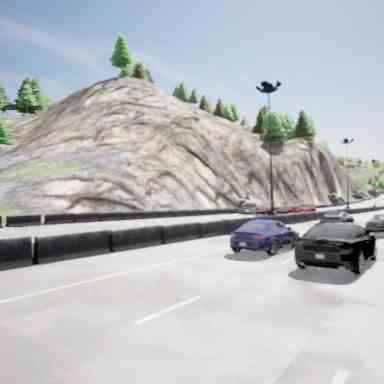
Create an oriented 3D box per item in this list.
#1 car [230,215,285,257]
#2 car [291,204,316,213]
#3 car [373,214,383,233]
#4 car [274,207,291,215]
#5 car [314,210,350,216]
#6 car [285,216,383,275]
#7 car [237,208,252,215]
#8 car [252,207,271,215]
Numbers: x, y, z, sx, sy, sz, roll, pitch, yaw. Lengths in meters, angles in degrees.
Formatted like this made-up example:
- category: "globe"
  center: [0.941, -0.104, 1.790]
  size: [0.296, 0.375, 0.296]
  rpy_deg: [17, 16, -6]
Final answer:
- category: "car"
  center: [3.414, 1.985, 15.221]
  size: [1.812, 1.442, 4.674]
  rpy_deg: [-2, -2, 36]
- category: "car"
  center: [18.660, 2.919, 54.396]
  size: [2.150, 2.045, 5.566]
  rpy_deg: [-2, -2, 36]
- category: "car"
  center: [13.364, 2.226, 23.049]
  size: [2.033, 1.411, 5.357]
  rpy_deg: [-2, -2, 36]
- category: "car"
  center: [15.862, 3.256, 56.484]
  size: [1.882, 1.535, 5.008]
  rpy_deg: [-2, -2, 36]
- category: "car"
  center: [11.784, 2.301, 26.798]
  size: [2.128, 1.511, 4.902]
  rpy_deg: [-2, -2, 36]
- category: "car"
  center: [5.258, 1.817, 11.833]
  size: [1.882, 1.535, 5.008]
  rpy_deg: [-2, -2, 37]
- category: "car"
  center: [10.111, 3.535, 60.445]
  size: [1.895, 1.301, 4.718]
  rpy_deg: [-2, -2, 36]
- category: "car"
  center: [12.965, 3.333, 58.442]
  size: [1.882, 1.535, 5.008]
  rpy_deg: [-2, -2, 36]
